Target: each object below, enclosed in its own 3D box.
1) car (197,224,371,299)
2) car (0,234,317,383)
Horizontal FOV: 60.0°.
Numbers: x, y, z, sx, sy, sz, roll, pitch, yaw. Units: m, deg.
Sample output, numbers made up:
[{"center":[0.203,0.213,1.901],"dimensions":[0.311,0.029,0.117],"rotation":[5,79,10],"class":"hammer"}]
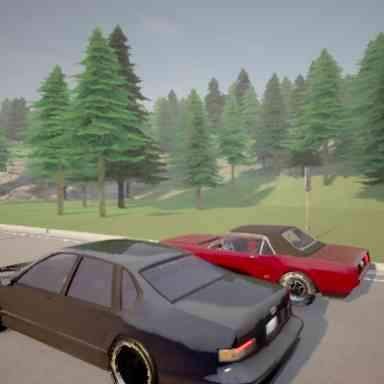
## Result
[{"center":[1.240,1.391,7.428],"dimensions":[4.718,1.301,1.895],"rotation":[0,2,34],"class":"car"},{"center":[-1.241,1.443,4.891],"dimensions":[5.357,1.411,2.033],"rotation":[0,2,34],"class":"car"}]
